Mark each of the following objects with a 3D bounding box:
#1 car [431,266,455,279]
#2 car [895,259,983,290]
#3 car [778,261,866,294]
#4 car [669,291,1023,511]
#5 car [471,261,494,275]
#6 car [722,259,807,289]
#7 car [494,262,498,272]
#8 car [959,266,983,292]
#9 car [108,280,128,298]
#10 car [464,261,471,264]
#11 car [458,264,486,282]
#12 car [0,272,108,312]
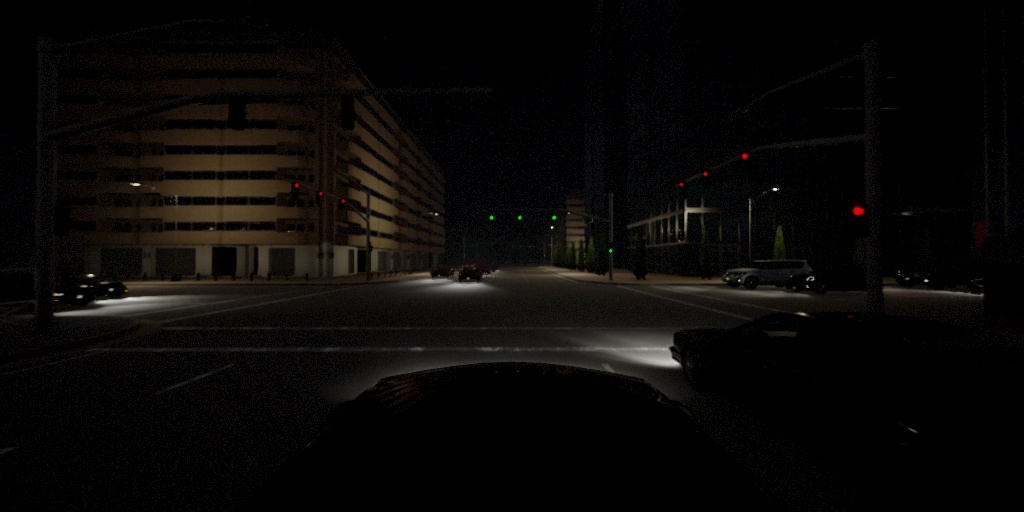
[{"bbox_3d":[-7.415,1.708,38.689,1.895,1.301,4.718,0,-1,0],"label":"car"},{"bbox_3d":[30.581,1.257,25.308,5.566,2.045,2.150,0,-1,-1],"label":"car"},{"bbox_3d":[19.403,1.352,21.827,4.553,1.767,2.097,0,-1,0],"label":"car"},{"bbox_3d":[3.622,1.318,3.777,2.033,1.411,5.357,0,-1,1],"label":"car"},{"bbox_3d":[-3.872,1.671,47.615,1.882,1.535,5.008,0,-1,1],"label":"car"},{"bbox_3d":[17.992,1.256,25.334,5.566,2.045,2.150,0,-1,0],"label":"car"},{"bbox_3d":[-3.693,1.806,56.725,1.812,1.442,4.674,0,-1,1],"label":"car"},{"bbox_3d":[30.809,1.526,21.777,4.674,1.442,1.812,0,-1,0],"label":"car"},{"bbox_3d":[-22.373,1.529,18.260,4.181,1.385,1.994,0,-1,0],"label":"car"},{"bbox_3d":[-7.169,1.663,59.900,2.097,1.767,4.553,0,0,1],"label":"car"},{"bbox_3d":[-3.782,1.657,33.165,1.895,1.301,4.718,0,0,0],"label":"car"},{"bbox_3d":[-20.200,1.436,14.754,4.892,1.490,1.837,0,-1,0],"label":"car"}]
